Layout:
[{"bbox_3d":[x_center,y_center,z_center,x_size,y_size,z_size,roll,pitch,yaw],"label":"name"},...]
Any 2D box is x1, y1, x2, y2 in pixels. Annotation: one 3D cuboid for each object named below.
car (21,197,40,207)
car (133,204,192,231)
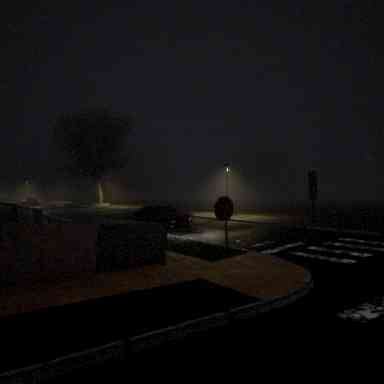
[{"bbox_3d":[-24.896,1.546,51.094,2.033,1.411,5.357,-4,3,-38],"label":"car"},{"bbox_3d":[-2.000,1.545,21.412,1.882,1.535,5.008,-4,3,-38],"label":"car"}]
